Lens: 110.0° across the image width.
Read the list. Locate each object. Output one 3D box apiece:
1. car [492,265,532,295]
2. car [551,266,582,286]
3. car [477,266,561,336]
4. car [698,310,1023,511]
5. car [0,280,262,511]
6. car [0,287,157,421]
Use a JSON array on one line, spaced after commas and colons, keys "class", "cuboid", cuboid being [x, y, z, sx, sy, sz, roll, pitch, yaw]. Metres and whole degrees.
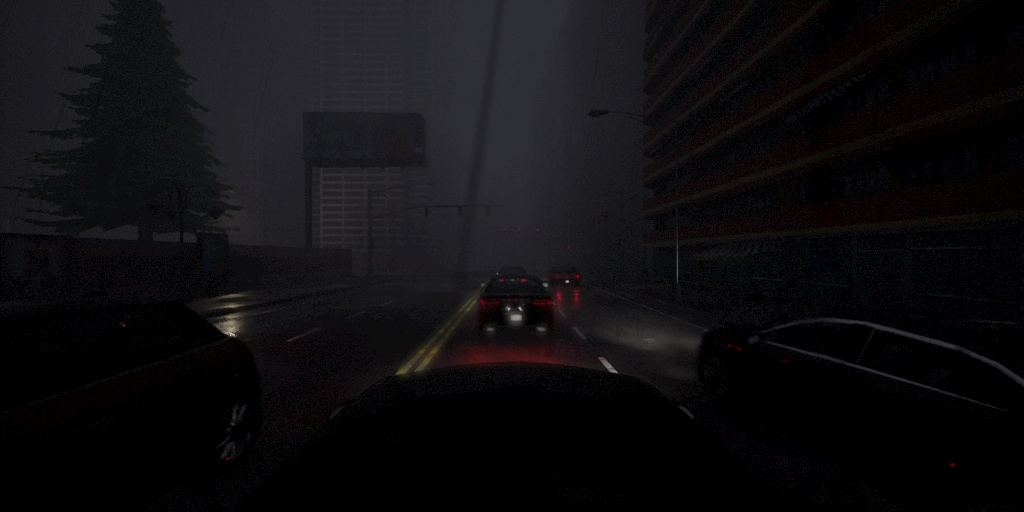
[{"class": "car", "cuboid": [0.039, 1.296, 20.941, 2.033, 1.411, 5.357, 0, 0, 0]}, {"class": "car", "cuboid": [3.559, 1.349, 25.197, 1.895, 1.301, 4.718, 0, 0, 0]}, {"class": "car", "cuboid": [0.092, 1.227, 10.473, 1.882, 1.535, 5.008, 0, 0, 0]}, {"class": "car", "cuboid": [3.595, 1.240, 3.251, 2.128, 1.511, 4.902, 0, 0, 0]}, {"class": "car", "cuboid": [-3.595, 1.101, 1.727, 2.097, 1.767, 4.553, 0, 0, 0]}, {"class": "car", "cuboid": [-7.104, 1.276, 3.948, 1.812, 1.442, 4.674, 0, 0, -1]}]
